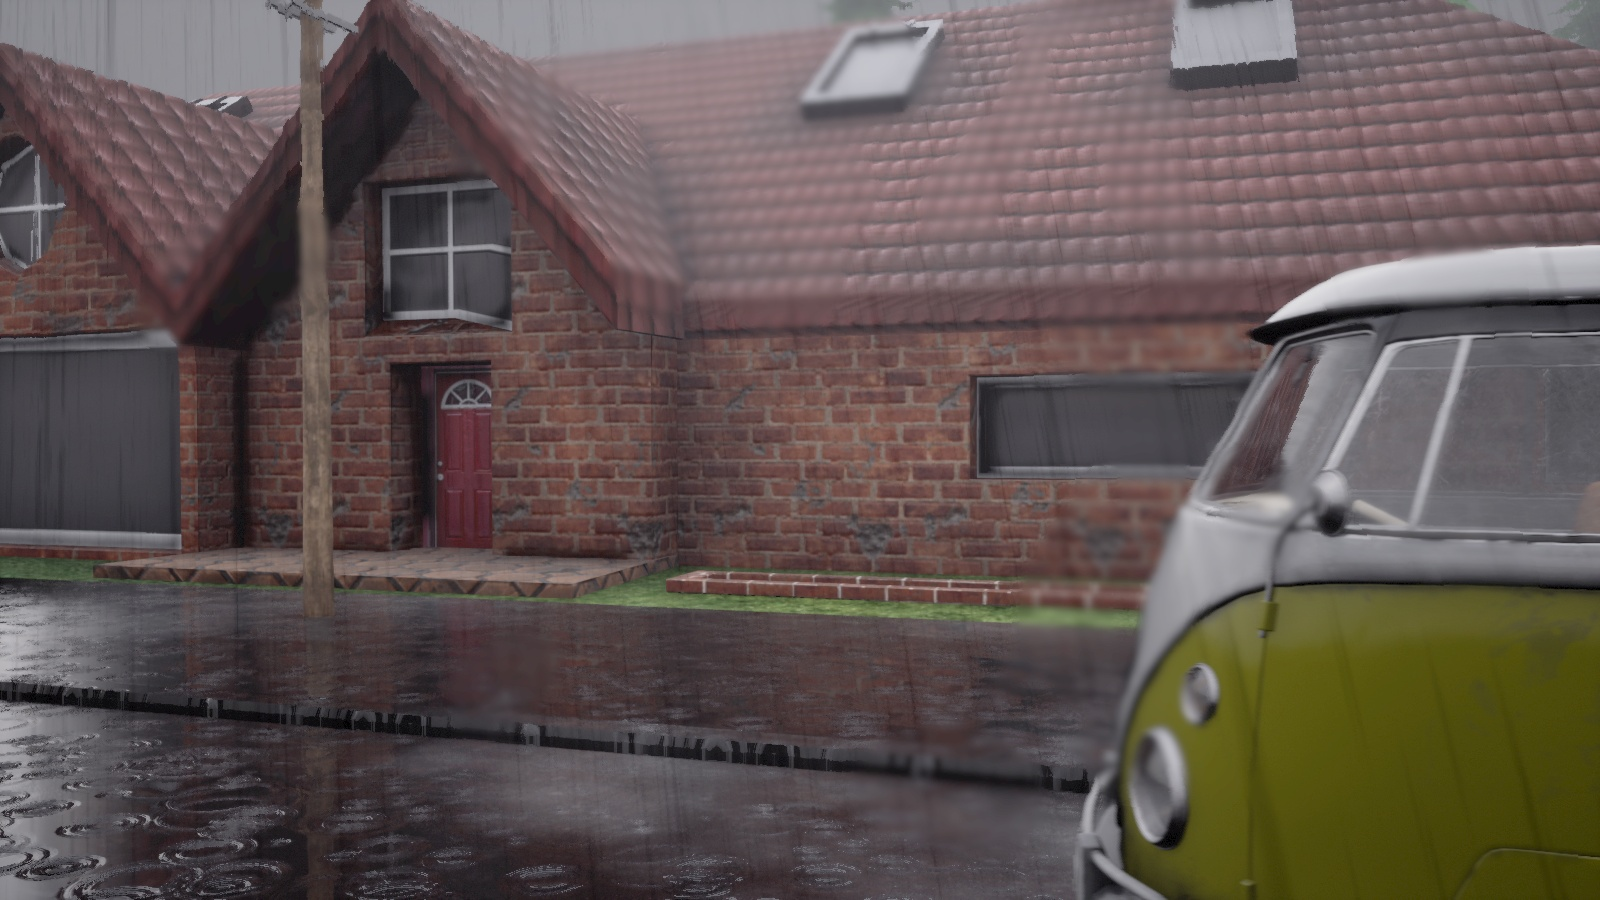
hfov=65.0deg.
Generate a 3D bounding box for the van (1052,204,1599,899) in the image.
[{"bbox_3d":[2.913,0.547,2.739,4.442,1.987,1.775,1,1,19],"label":"van"}]
